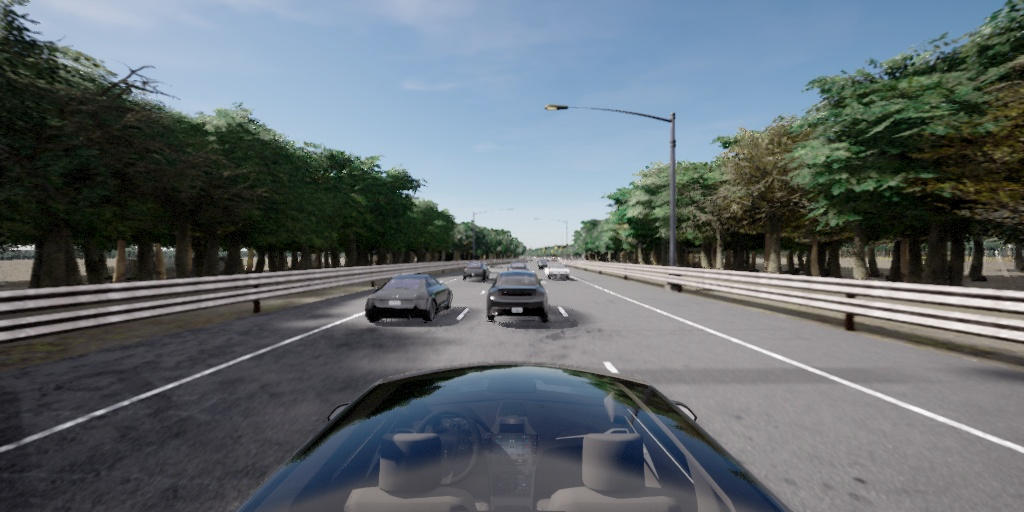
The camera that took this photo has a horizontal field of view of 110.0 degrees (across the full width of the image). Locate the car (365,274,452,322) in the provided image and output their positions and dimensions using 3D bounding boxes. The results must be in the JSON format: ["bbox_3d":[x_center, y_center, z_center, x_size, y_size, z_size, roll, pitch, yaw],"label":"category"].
[{"bbox_3d":[-3.324,1.309,12.254,1.994,1.385,4.181,0,0,1],"label":"car"}]

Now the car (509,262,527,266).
[{"bbox_3d":[0.542,1.257,30.426,2.128,1.511,4.902,0,0,2],"label":"car"}]

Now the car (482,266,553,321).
[{"bbox_3d":[0.176,1.251,12.356,1.837,1.490,4.892,0,0,1],"label":"car"}]

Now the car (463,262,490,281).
[{"bbox_3d":[-2.960,1.255,30.388,2.128,1.511,4.902,0,0,2],"label":"car"}]

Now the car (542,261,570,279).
[{"bbox_3d":[3.989,1.373,32.285,1.895,1.301,4.718,0,0,2],"label":"car"}]

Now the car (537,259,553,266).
[{"bbox_3d":[5.024,1.477,56.138,1.895,1.301,4.718,0,0,3],"label":"car"}]
